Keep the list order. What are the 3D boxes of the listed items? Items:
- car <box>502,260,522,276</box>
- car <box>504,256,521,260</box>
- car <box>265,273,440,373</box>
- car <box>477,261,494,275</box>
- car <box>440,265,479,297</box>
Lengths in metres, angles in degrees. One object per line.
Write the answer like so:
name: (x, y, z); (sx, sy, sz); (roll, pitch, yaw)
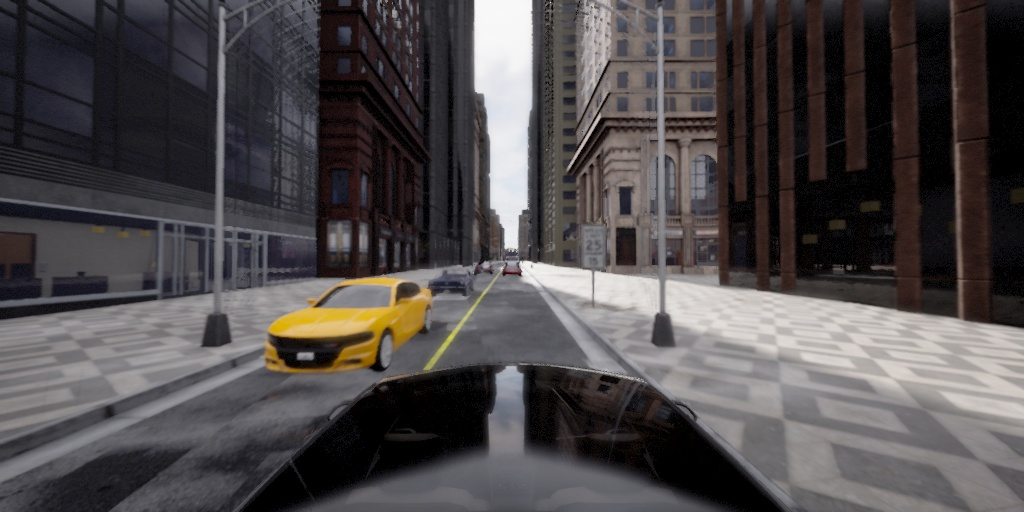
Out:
car: (0.011, 1.355, 36.955); (1.994, 1.385, 4.181); (0, 0, 0)
car: (0.022, 1.036, 48.068); (2.150, 2.045, 5.566); (0, 0, 0)
car: (-3.088, 1.231, 7.867); (1.882, 1.535, 5.008); (0, 0, 0)
car: (-3.020, 1.320, 39.339); (1.812, 1.442, 4.674); (0, 0, 0)
car: (-3.084, 1.365, 19.182); (1.895, 1.301, 4.718); (0, 0, 0)
